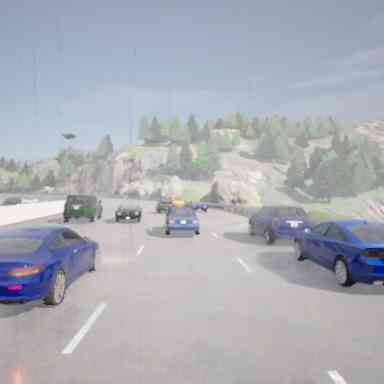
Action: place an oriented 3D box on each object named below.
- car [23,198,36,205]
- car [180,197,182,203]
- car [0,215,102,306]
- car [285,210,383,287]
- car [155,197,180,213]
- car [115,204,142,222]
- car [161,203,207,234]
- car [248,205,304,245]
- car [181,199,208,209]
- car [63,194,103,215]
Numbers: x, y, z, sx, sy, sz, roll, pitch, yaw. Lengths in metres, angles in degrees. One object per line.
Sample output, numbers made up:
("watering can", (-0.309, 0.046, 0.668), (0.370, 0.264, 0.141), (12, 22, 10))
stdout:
("car", (-23.794, 1.450, 49.177), (1.812, 1.442, 4.674), (0, 0, -15))
("car", (-2.538, 1.517, 52.142), (1.882, 1.535, 5.008), (0, 0, -16))
("car", (-3.539, 1.515, 7.840), (1.812, 1.442, 4.674), (0, 0, -1))
("car", (4.463, 1.511, 9.477), (1.882, 1.535, 5.008), (0, 0, -2))
("car", (-3.061, 1.513, 37.303), (2.128, 1.511, 4.902), (0, 0, -10))
("car", (-4.898, 1.602, 26.301), (1.895, 1.301, 4.718), (0, 0, -7))
("car", (-0.636, 1.564, 19.175), (2.033, 1.411, 5.357), (0, 0, -5))
("car", (4.141, 1.390, 16.000), (2.097, 1.767, 4.553), (0, 0, -4))
("car", (0.400, 1.642, 38.161), (1.895, 1.301, 4.718), (0, 0, -11))
("car", (-8.352, 1.204, 25.784), (2.150, 2.045, 5.566), (0, 0, -7))
